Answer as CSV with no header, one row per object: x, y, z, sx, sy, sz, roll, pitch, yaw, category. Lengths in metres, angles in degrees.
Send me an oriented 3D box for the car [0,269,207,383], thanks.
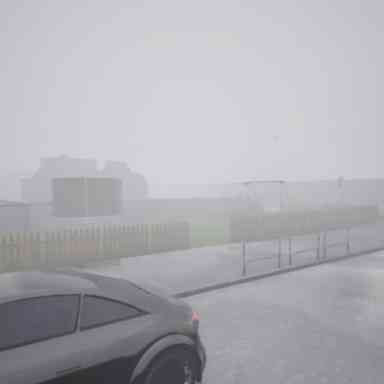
-1.903,1.561,3.226,4.181,1.385,1.994,-1,1,-35,car
